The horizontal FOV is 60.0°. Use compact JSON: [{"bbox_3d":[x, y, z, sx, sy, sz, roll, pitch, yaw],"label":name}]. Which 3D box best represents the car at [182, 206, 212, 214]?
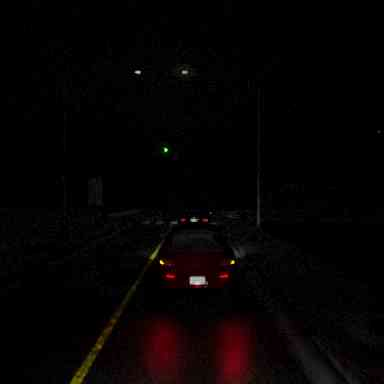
[{"bbox_3d":[0.258,1.615,20.979,2.033,1.411,5.357,0,0,3],"label":"car"}]

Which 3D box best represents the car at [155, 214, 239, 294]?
[{"bbox_3d":[0.101,1.544,8.724,1.812,1.442,4.674,0,0,0],"label":"car"}]
